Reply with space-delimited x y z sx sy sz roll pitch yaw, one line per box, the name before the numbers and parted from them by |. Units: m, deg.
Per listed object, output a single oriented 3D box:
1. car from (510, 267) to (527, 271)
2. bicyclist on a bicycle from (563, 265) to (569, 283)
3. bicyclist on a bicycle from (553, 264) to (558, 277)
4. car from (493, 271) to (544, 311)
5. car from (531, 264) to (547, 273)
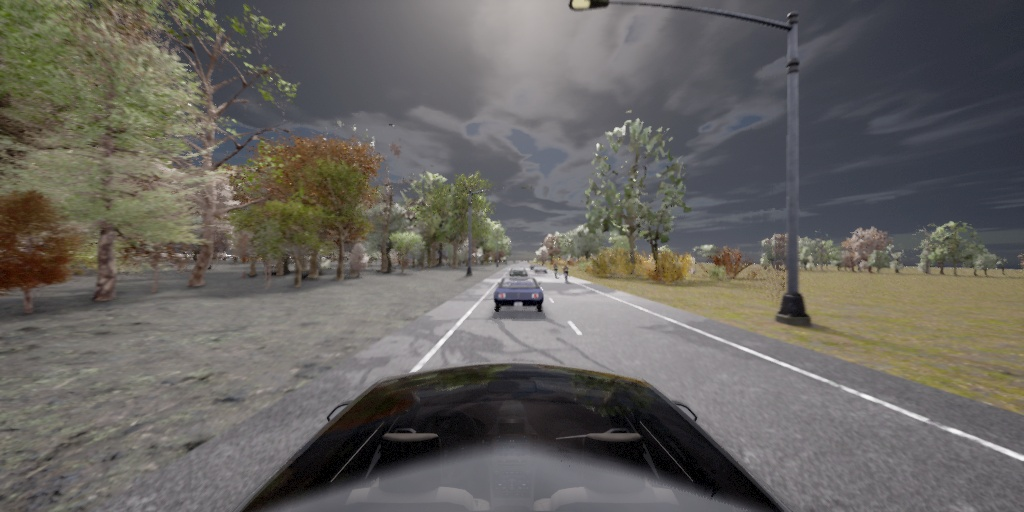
car | 0.642 1.787 38.074 1.895 1.301 4.718 1 -1 1
bicyclist on a bicycle | 4.925 1.617 32.683 0.582 1.620 1.656 1 -1 1
bicyclist on a bicycle | 5.068 1.725 41.628 0.582 1.620 1.656 1 -1 1
car | 0.278 1.514 15.331 1.895 1.301 4.718 1 -1 1
car | 4.441 2.045 56.614 1.895 1.301 4.718 1 -1 1
